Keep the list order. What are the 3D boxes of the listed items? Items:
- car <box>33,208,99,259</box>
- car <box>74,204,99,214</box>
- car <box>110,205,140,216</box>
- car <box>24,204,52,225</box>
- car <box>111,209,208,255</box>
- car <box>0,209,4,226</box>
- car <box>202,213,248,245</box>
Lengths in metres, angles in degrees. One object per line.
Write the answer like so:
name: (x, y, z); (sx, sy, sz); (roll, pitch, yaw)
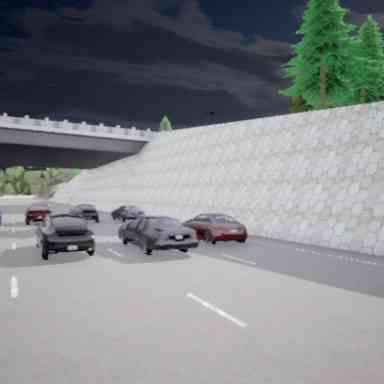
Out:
car: (-5.183, 1.649, 13.464); (1.837, 1.490, 4.892); (0, 0, -28)
car: (-9.194, 1.805, 28.334); (1.837, 1.490, 4.892); (0, 0, -28)
car: (-5.653, 1.858, 29.113); (2.033, 1.411, 5.357); (0, -1, -28)
car: (-12.627, 1.761, 27.345); (1.882, 1.535, 5.008); (0, 0, -28)
car: (-1.642, 1.701, 14.242); (2.033, 1.411, 5.357); (0, -1, -28)
car: (-15.707, 1.740, 25.685); (1.882, 1.535, 5.008); (0, 0, -28)
car: (0.955, 1.749, 16.836); (1.994, 1.385, 4.181); (0, -1, -28)
